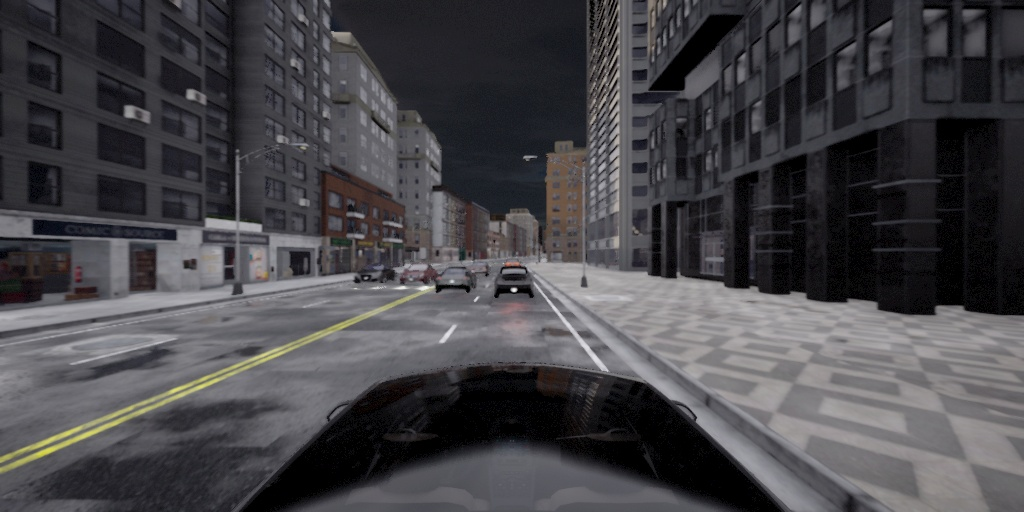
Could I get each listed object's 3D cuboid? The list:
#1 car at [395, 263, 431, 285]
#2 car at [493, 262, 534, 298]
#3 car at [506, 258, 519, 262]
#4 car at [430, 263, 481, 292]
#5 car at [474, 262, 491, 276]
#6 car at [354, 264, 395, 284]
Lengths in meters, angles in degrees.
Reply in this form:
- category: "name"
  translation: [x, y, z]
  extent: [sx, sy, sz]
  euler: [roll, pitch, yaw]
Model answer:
- category: "car"
  translation: [-6.608, 1.256, 25.793]
  extent: [1.812, 1.442, 4.674]
  euler: [0, 0, 0]
- category: "car"
  translation: [0.093, 1.246, 18.487]
  extent: [1.837, 1.490, 4.892]
  euler: [0, 0, 0]
- category: "car"
  translation: [0.083, 1.053, 42.378]
  extent: [2.097, 1.767, 4.553]
  euler: [0, 0, 0]
- category: "car"
  translation: [-3.158, 1.301, 20.905]
  extent: [1.994, 1.385, 4.181]
  euler: [0, 0, 0]
- category: "car"
  translation: [-3.166, 1.262, 35.928]
  extent: [2.033, 1.411, 5.357]
  euler: [0, 0, 0]
- category: "car"
  translation: [-9.858, 1.294, 26.199]
  extent: [1.994, 1.385, 4.181]
  euler: [0, 0, 0]
